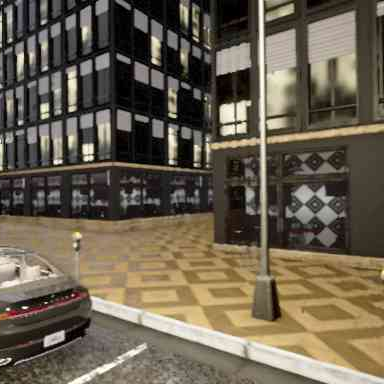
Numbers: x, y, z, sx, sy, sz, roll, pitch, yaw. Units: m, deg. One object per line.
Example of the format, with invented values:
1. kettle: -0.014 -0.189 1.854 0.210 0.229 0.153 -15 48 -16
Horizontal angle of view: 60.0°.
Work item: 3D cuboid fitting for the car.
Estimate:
1. car: -3.455 1.562 5.342 4.403 1.369 2.008 0 -1 35
